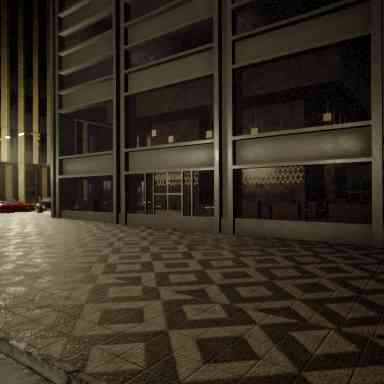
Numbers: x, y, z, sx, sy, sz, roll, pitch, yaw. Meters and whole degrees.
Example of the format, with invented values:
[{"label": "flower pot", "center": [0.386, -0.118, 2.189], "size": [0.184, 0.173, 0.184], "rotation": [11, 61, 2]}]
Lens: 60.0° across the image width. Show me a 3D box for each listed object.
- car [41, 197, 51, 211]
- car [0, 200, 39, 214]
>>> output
[{"label": "car", "center": [-16.038, 1.343, 38.249], "size": [2.128, 1.511, 4.902], "rotation": [0, 0, 36]}, {"label": "car", "center": [-17.083, 1.421, 31.347], "size": [1.994, 1.385, 4.181], "rotation": [0, 0, 36]}]
